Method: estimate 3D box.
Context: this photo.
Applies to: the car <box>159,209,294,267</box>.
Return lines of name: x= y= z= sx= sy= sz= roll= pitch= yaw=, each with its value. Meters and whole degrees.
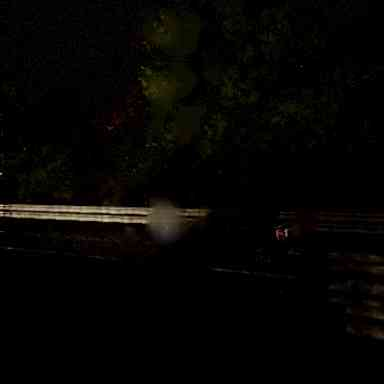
car: x=1.121 y=1.387 z=11.601 sx=4.553 sy=1.767 sz=2.097 roll=0 pitch=0 yaw=24
